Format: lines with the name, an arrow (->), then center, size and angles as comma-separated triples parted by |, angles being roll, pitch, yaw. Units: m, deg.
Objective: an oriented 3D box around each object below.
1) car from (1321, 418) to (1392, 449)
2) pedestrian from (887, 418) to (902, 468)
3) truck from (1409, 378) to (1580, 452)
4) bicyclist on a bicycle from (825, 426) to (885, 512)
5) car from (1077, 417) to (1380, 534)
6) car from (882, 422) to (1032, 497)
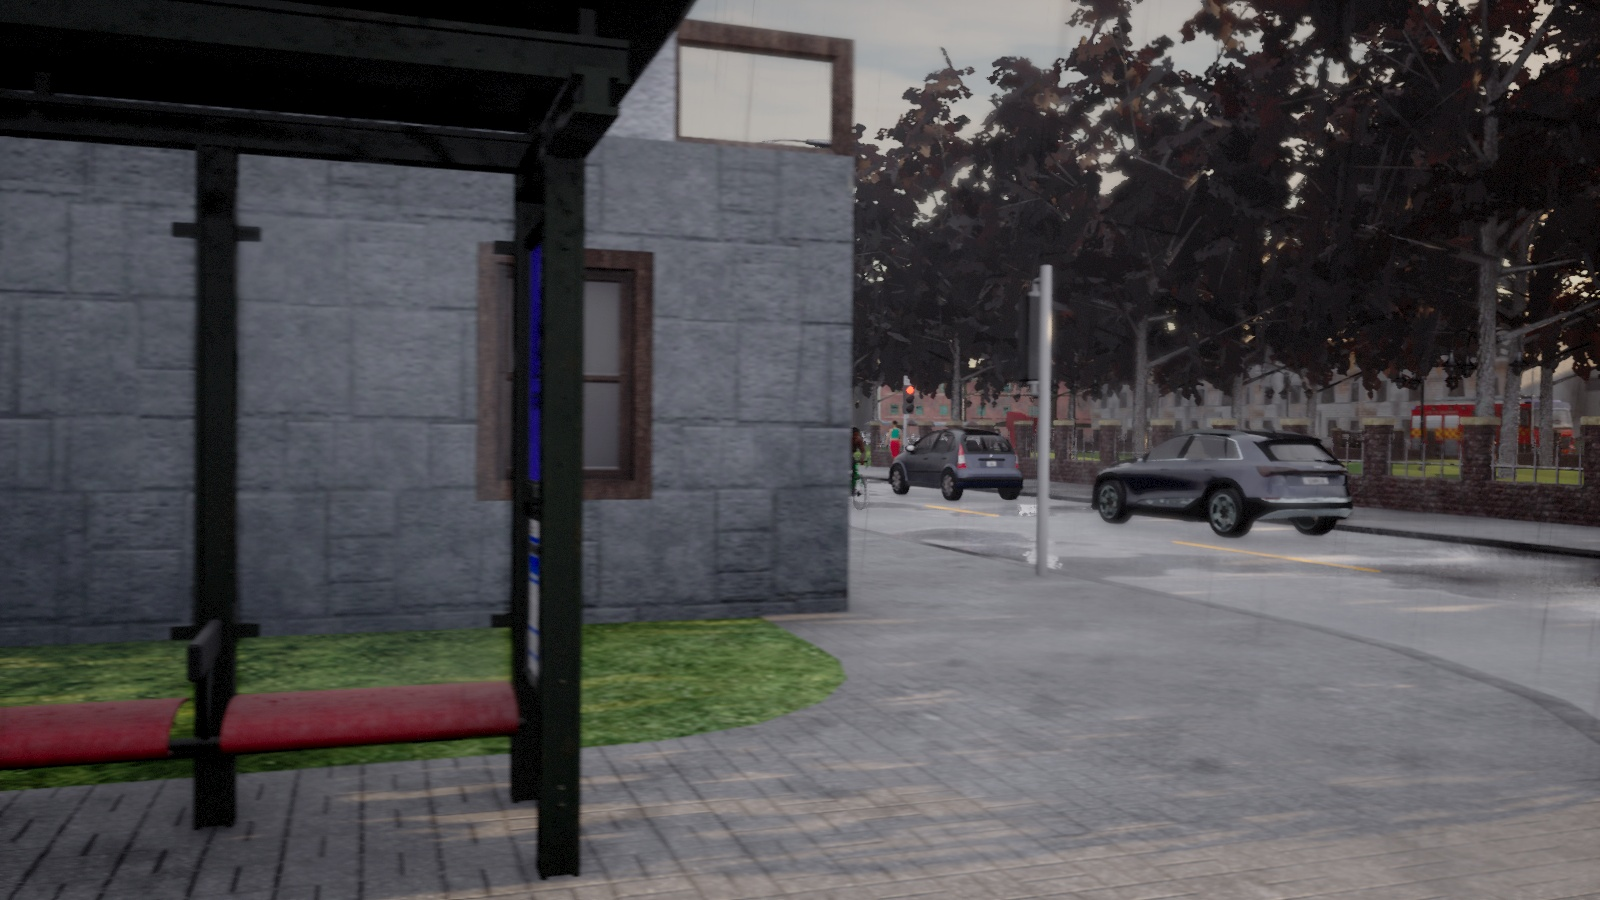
car -> 34.748, -1.037, 78.485 | 1.905, 1.878, 3.866 | -1, 1, -19
pedestrian -> 3.491, -0.272, 46.482 | 0.345, 1.836, 0.594 | -1, 1, -19
truck -> 37.952, -1.882, 69.075 | 2.891, 3.827, 8.468 | -1, 1, -19
bicyclist on a bicycle -> 1.062, 0.347, 24.602 | 0.582, 1.620, 1.656 | -1, 1, -19
car -> 6.772, 0.327, 20.513 | 2.033, 1.649, 4.856 | -1, 1, -21
car -> 3.615, 0.183, 29.699 | 1.851, 1.617, 3.988 | -1, 1, -21
